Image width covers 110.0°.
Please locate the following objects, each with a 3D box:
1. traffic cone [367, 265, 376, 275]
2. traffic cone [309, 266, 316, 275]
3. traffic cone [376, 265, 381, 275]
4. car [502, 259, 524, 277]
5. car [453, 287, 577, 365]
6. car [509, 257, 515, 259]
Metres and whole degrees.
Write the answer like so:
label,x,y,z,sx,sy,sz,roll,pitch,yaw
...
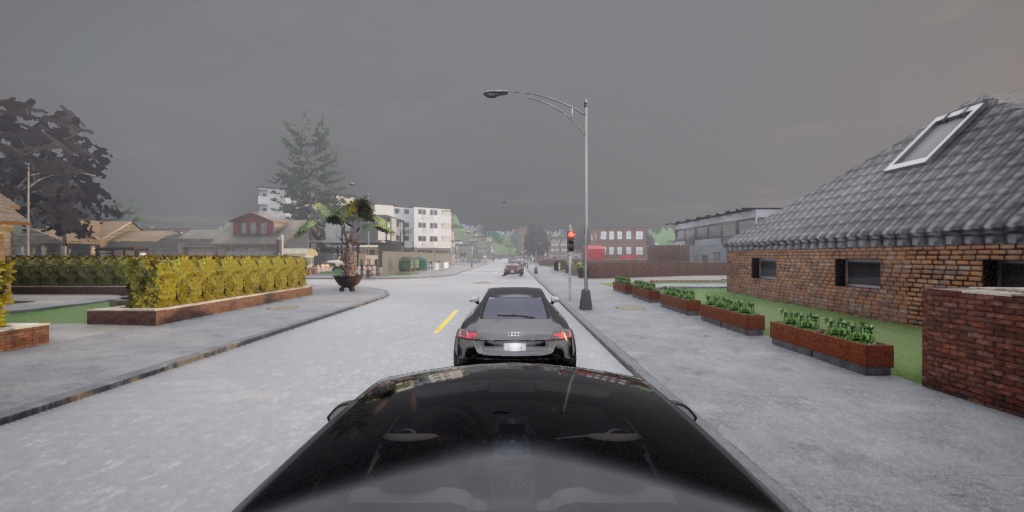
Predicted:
label,x,y,z,sx,sy,sz,roll,pitch,yaw
traffic cone,-15.757,1.561,40.120,0.344,0.586,0.344,0,0,0
traffic cone,-19.803,1.568,35.236,0.344,0.586,0.344,0,0,0
traffic cone,-15.396,1.558,40.690,0.344,0.586,0.344,0,0,0
car,0.144,1.276,36.209,1.812,1.442,4.674,0,0,3
car,0.058,1.314,7.306,1.994,1.385,4.181,0,0,0
car,0.091,1.276,64.560,1.812,1.442,4.674,0,0,0
